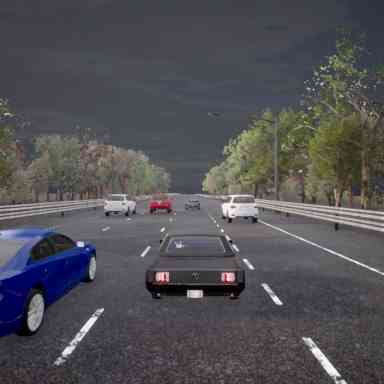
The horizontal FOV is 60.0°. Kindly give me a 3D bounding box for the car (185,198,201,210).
[{"bbox_3d":[0.112,1.525,42.938,2.128,1.511,4.902,0,0,0],"label":"car"}]

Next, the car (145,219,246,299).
[{"bbox_3d":[0.099,1.601,8.380,1.895,1.301,4.718,0,0,1],"label":"car"}]

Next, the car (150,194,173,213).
[{"bbox_3d":[-3.386,1.248,37.037,2.150,2.045,5.566,0,0,0],"label":"car"}]

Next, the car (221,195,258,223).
[{"bbox_3d":[3.626,1.236,25.947,2.150,2.045,5.566,0,0,-2],"label":"car"}]

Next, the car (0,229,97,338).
[{"bbox_3d":[-3.397,1.477,6.687,1.882,1.535,5.008,0,0,0],"label":"car"}]

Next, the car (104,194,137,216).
[{"bbox_3d":[-6.902,1.243,32.483,2.150,2.045,5.566,0,0,1],"label":"car"}]
